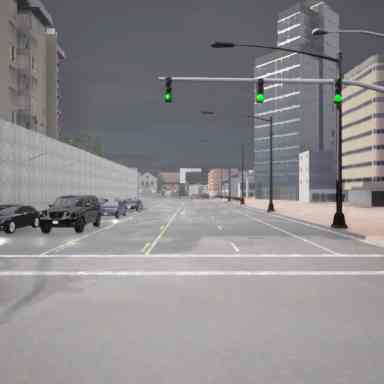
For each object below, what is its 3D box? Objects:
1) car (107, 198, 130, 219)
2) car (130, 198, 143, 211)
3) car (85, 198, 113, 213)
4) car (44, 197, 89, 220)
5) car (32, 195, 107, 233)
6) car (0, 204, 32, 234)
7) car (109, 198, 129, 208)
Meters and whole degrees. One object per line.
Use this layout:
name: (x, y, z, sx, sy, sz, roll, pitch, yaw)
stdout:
car: (-7.117, 1.526, 29.708, 1.812, 1.442, 4.674, 0, 0, 0)
car: (-7.116, 1.491, 40.051, 2.128, 1.511, 4.902, 0, 0, 0)
car: (-10.618, 1.505, 38.321, 1.837, 1.490, 4.892, 0, 0, 0)
car: (-10.618, 1.352, 28.503, 2.097, 1.767, 4.553, 0, 0, 0)
car: (-7.109, 1.221, 20.068, 2.150, 2.045, 5.566, 0, 0, 0)
car: (-10.612, 1.505, 19.435, 1.837, 1.490, 4.892, 0, 0, 0)
car: (-10.586, 1.601, 48.381, 1.895, 1.301, 4.718, 0, 0, 0)
